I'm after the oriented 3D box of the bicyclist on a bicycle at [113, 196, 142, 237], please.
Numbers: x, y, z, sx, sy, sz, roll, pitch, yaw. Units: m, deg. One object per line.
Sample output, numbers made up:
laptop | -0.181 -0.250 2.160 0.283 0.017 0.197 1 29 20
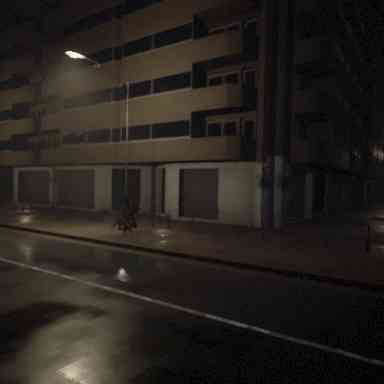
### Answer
bicyclist on a bicycle | -2.581 0.987 13.459 0.582 1.620 1.656 2 1 34
